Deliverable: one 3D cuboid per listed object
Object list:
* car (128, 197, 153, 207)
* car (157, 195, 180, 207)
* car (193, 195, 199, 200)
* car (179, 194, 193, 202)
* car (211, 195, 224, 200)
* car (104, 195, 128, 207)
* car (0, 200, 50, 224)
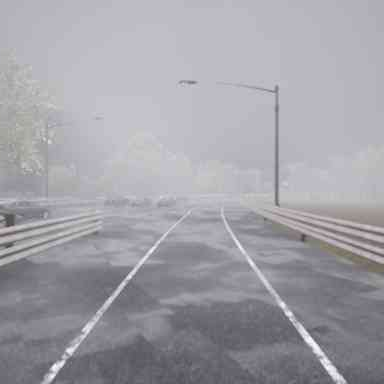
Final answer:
[{"bbox_3d":[-7.026,1.408,47.163,1.994,1.385,4.181,0,0,12],"label":"car"},{"bbox_3d":[-3.484,1.408,46.985,1.994,1.385,4.181,0,0,12],"label":"car"},{"bbox_3d":[0.603,1.505,93.077,1.994,1.385,4.181,0,0,15],"label":"car"},{"bbox_3d":[-1.905,1.246,69.532,2.097,1.767,4.553,0,0,14],"label":"car"},{"bbox_3d":[7.653,1.488,92.289,2.033,1.411,5.357,0,0,16],"label":"car"},{"bbox_3d":[-10.587,1.196,47.296,2.097,1.767,4.553,0,0,12],"label":"car"},{"bbox_3d":[-11.804,1.297,23.001,1.837,1.490,4.892,0,0,10],"label":"car"}]
